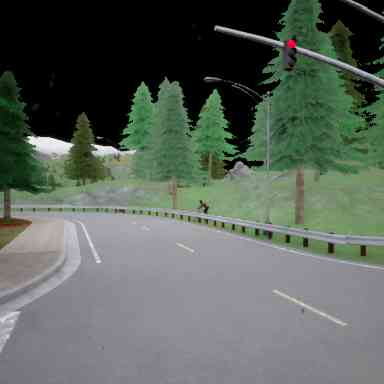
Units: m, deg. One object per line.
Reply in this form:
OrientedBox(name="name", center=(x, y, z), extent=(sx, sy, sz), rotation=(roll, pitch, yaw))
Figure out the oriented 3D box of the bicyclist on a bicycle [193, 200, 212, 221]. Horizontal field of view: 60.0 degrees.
OrientedBox(name="bicyclist on a bicycle", center=(0.826, 1.432, 25.534), extent=(1.656, 1.620, 0.582), rotation=(-1, 2, -20))
